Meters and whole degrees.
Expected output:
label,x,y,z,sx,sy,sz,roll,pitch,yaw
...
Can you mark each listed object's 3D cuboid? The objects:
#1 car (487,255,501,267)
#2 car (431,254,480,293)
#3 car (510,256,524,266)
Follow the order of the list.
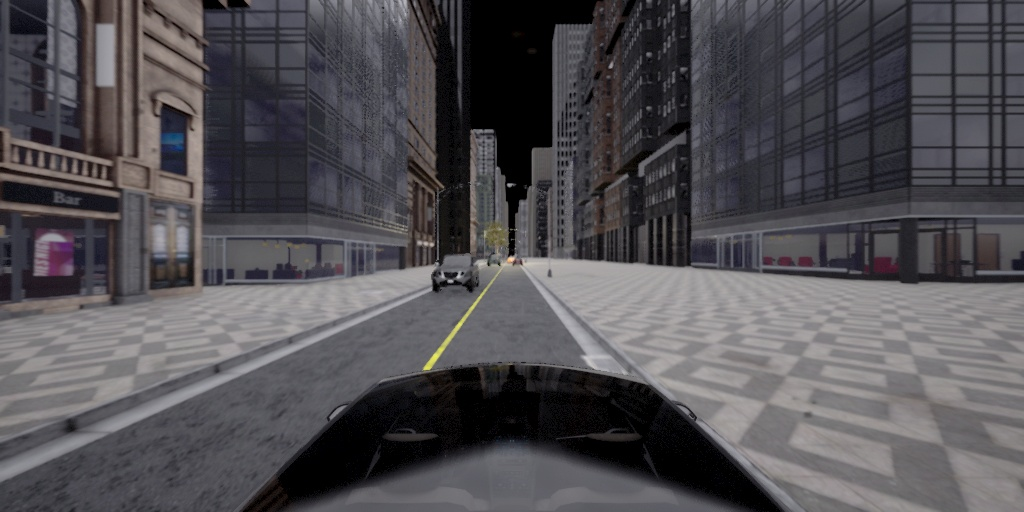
label,x,y,z,sx,sy,sz,roll,pitch,yaw
car,-3.033,0.785,61.390,2.150,2.045,5.566,0,0,1
car,-3.100,0.911,20.831,2.150,2.045,5.566,0,0,0
car,1.050,1.075,64.806,1.812,1.442,4.674,0,0,0
